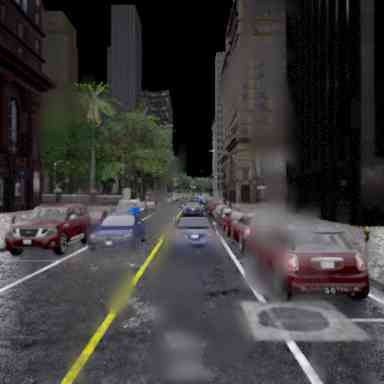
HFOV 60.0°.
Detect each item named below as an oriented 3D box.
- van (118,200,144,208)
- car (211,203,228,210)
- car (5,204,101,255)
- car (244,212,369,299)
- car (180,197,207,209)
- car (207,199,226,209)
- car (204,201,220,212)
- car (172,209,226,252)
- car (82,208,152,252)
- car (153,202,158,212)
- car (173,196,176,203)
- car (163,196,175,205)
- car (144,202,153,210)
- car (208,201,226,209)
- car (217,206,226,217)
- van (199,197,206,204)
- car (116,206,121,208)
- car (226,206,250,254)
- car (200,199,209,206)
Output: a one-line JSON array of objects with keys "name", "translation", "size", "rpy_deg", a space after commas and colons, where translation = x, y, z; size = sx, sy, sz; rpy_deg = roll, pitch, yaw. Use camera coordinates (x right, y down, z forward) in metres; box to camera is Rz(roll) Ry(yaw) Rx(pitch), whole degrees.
[{"name": "van", "translation": [-5.769, 1.630, 30.419], "size": [1.690, 1.788, 3.998], "rpy_deg": [0, -1, 0]}, {"name": "car", "translation": [2.757, 1.787, 24.978], "size": [2.008, 1.369, 4.403], "rpy_deg": [0, -1, 0]}, {"name": "car", "translation": [-5.768, 1.448, 14.142], "size": [2.192, 1.841, 5.009], "rpy_deg": [0, -1, 0]}, {"name": "car", "translation": [2.758, 1.522, 8.705], "size": [1.967, 1.590, 4.097], "rpy_deg": [0, -1, 0]}, {"name": "car", "translation": [0.095, 1.666, 33.168], "size": [2.097, 1.767, 4.553], "rpy_deg": [0, -1, 0]}, {"name": "car", "translation": [2.756, 1.654, 35.830], "size": [2.192, 1.841, 5.009], "rpy_deg": [0, -1, 0]}, {"name": "car", "translation": [2.756, 2.006, 46.678], "size": [1.947, 1.339, 4.313], "rpy_deg": [0, -1, 0]}, {"name": "car", "translation": [0.098, 1.684, 14.574], "size": [2.033, 1.411, 5.357], "rpy_deg": [0, -1, 0]}, {"name": "car", "translation": [-3.102, 1.664, 14.713], "size": [1.812, 1.442, 4.674], "rpy_deg": [0, -1, 0]}, {"name": "car", "translation": [-5.769, 2.023, 46.695], "size": [1.802, 1.307, 4.206], "rpy_deg": [0, -1, 0]}, {"name": "car", "translation": [-5.772, 2.216, 83.974], "size": [1.967, 1.590, 4.097], "rpy_deg": [0, -1, 0]}, {"name": "car", "translation": [-5.771, 2.279, 78.553], "size": [2.008, 1.369, 4.403], "rpy_deg": [0, -1, 0]}, {"name": "car", "translation": [-5.769, 1.780, 35.844], "size": [1.967, 1.590, 4.097], "rpy_deg": [0, -1, 0]}, {"name": "car", "translation": [2.757, 1.815, 30.573], "size": [1.752, 1.417, 4.829], "rpy_deg": [0, -1, 0]}, {"name": "car", "translation": [2.757, 1.729, 19.554], "size": [1.887, 1.381, 4.507], "rpy_deg": [0, -1, 0]}, {"name": "van", "translation": [2.753, 2.163, 89.376], "size": [1.690, 1.788, 3.998], "rpy_deg": [0, 0, 0]}, {"name": "car", "translation": [-5.767, 1.729, 19.565], "size": [1.887, 1.381, 4.507], "rpy_deg": [0, -1, 0]}, {"name": "car", "translation": [2.758, 1.573, 14.130], "size": [1.967, 1.590, 4.097], "rpy_deg": [0, -1, 0]}, {"name": "car", "translation": [2.755, 2.245, 73.114], "size": [1.947, 1.339, 4.313], "rpy_deg": [0, -1, 0]}]
